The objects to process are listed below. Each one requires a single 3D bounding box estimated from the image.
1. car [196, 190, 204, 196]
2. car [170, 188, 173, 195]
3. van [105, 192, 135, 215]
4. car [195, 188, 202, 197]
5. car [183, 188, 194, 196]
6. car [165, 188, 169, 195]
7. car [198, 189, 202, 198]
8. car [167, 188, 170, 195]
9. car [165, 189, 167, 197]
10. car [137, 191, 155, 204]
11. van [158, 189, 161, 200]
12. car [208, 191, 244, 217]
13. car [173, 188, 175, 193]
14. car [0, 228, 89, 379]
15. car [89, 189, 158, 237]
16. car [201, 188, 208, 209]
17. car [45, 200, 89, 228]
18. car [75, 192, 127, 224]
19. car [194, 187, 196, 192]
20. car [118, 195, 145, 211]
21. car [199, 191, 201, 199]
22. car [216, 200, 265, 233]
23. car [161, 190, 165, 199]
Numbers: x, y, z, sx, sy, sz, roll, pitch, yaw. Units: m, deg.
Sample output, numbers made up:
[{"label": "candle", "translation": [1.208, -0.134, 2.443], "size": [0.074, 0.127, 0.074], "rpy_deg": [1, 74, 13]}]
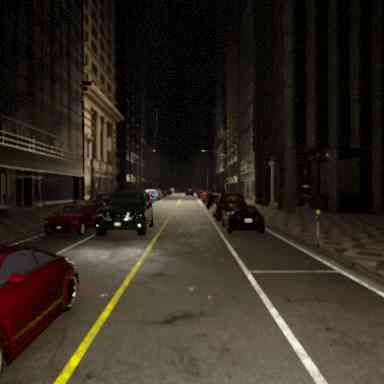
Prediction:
[{"label": "car", "translation": [2.035, 0.153, 84.676], "size": [2.008, 1.369, 4.403], "rpy_deg": [0, 1, 0]}, {"label": "car", "translation": [-6.491, 0.184, 84.616], "size": [1.887, 1.381, 4.507], "rpy_deg": [0, 1, 0]}, {"label": "van", "translation": [-6.058, 0.930, 28.375], "size": [1.690, 1.788, 3.998], "rpy_deg": [0, 1, 0]}, {"label": "car", "translation": [2.209, 0.304, 62.178], "size": [2.192, 1.841, 5.009], "rpy_deg": [0, 1, 0]}, {"label": "car", "translation": [-0.584, 0.288, 77.199], "size": [1.994, 1.385, 4.181], "rpy_deg": [0, 1, 0]}, {"label": "car", "translation": [-6.361, 0.475, 67.745], "size": [1.887, 1.381, 4.507], "rpy_deg": [0, 1, 0]}, {"label": "car", "translation": [2.294, 0.724, 50.935], "size": [1.887, 1.381, 4.507], "rpy_deg": [0, 1, 0]}, {"label": "car", "translation": [-6.403, 0.362, 73.198], "size": [1.752, 1.417, 4.829], "rpy_deg": [0, 1, 0]}, {"label": "car", "translation": [-6.318, 0.577, 62.121], "size": [2.008, 1.369, 4.403], "rpy_deg": [0, 1, 0]}, {"label": "car", "translation": [-6.188, 0.751, 45.248], "size": [1.967, 1.590, 4.097], "rpy_deg": [0, 1, 0]}, {"label": "van", "translation": [-6.230, 0.558, 50.870], "size": [1.690, 1.788, 3.998], "rpy_deg": [0, 1, 0]}, {"label": "car", "translation": [2.510, 0.956, 22.813], "size": [2.192, 1.841, 5.009], "rpy_deg": [0, 1, 0]}, {"label": "car", "translation": [-6.532, -0.142, 90.236], "size": [2.192, 1.841, 5.009], "rpy_deg": [0, 1, 0]}, {"label": "car", "translation": [-3.125, 1.506, 4.693], "size": [1.994, 1.385, 4.181], "rpy_deg": [0, 1, 0]}, {"label": "car", "translation": [-3.215, 0.980, 16.951], "size": [2.150, 2.045, 5.566], "rpy_deg": [0, 1, -1]}, {"label": "car", "translation": [2.424, 0.775, 34.060], "size": [2.192, 1.841, 5.009], "rpy_deg": [0, 1, 0]}, {"label": "car", "translation": [-5.974, 1.311, 17.129], "size": [1.887, 1.381, 4.507], "rpy_deg": [0, 1, 0]}, {"label": "car", "translation": [-6.015, 0.993, 22.750], "size": [2.192, 1.841, 5.009], "rpy_deg": [0, 1, 0]}, {"label": "car", "translation": [2.123, 0.112, 73.425], "size": [2.192, 1.841, 5.009], "rpy_deg": [0, 1, 0]}, {"label": "car", "translation": [-6.103, 1.048, 34.002], "size": [2.008, 1.369, 4.403], "rpy_deg": [0, 1, 0]}, {"label": "car", "translation": [2.337, 0.856, 45.312], "size": [1.802, 1.307, 4.206], "rpy_deg": [0, 1, 0]}, {"label": "car", "translation": [2.552, 1.294, 17.193], "size": [1.947, 1.339, 4.313], "rpy_deg": [0, 1, 0]}, {"label": "car", "translation": [-6.274, 0.437, 56.494], "size": [2.192, 1.841, 5.009], "rpy_deg": [0, 1, 0]}]
